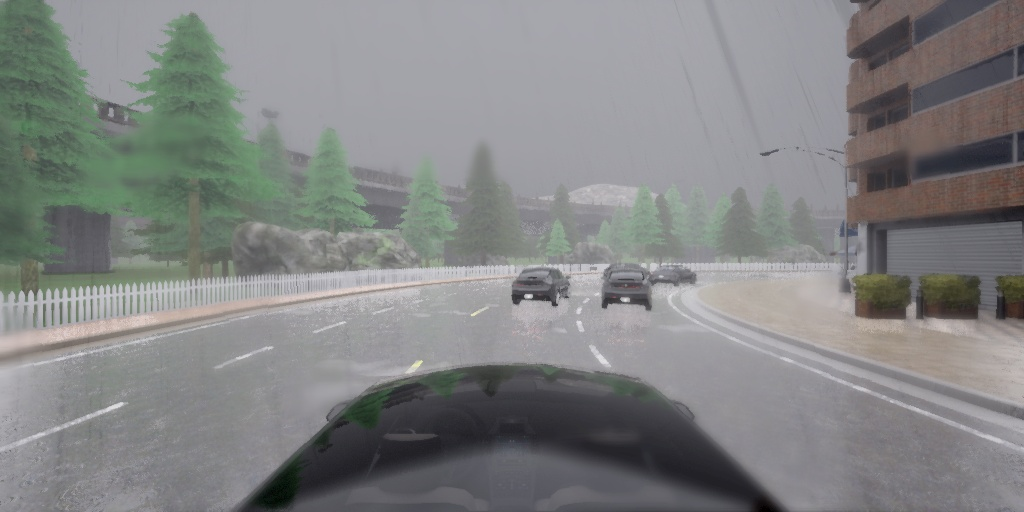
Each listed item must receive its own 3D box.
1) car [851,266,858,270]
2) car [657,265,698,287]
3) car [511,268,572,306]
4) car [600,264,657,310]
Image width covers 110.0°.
[{"bbox_3d":[42.693,1.405,41.910,4.718,1.301,1.895,0,0,0],"label":"car"},{"bbox_3d":[11.299,1.322,24.997,4.181,1.385,1.994,0,0,-43],"label":"car"},{"bbox_3d":[1.388,1.266,15.799,1.837,1.490,4.892,0,0,18],"label":"car"},{"bbox_3d":[4.714,1.266,14.709,1.837,1.490,4.892,0,0,18],"label":"car"}]
